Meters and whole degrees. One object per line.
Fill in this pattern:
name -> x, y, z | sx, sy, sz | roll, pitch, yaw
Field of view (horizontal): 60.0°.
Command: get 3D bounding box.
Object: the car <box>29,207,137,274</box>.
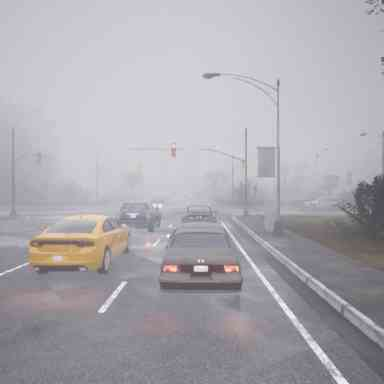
car -> -3.252, 1.462, 10.603 | 1.882, 1.535, 5.008 | 0, 0, 1

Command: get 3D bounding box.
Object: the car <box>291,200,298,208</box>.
car -> 15.679, 1.323, 44.095 | 5.008, 1.535, 1.882 | 0, 0, -2

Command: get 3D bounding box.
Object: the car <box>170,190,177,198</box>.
car -> -5.263, 0.541, 89.267 | 2.150, 2.045, 5.566 | 0, 1, 1

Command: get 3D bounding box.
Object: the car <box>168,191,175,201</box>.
car -> -5.543, 1.175, 73.720 | 1.837, 1.490, 4.892 | 0, 1, 1

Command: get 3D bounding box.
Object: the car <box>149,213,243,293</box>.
car -> 0.211, 1.537, 8.989 | 2.033, 1.411, 5.357 | 0, 0, 1

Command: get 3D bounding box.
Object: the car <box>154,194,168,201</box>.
car -> -5.945, 1.274, 58.528 | 2.128, 1.511, 4.902 | 0, 0, 1

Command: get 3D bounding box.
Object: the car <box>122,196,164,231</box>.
car -> -3.082, 1.305, 19.733 | 2.097, 1.767, 4.553 | 0, 0, 1

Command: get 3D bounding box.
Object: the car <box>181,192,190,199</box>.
car -> -1.771, 0.944, 87.208 | 1.837, 1.490, 4.892 | 0, 1, 1

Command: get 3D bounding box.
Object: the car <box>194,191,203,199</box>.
car -> 1.731, 0.677, 87.171 | 2.150, 2.045, 5.566 | 0, 1, 1

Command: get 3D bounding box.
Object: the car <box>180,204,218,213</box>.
car -> 0.398, 1.461, 18.725 | 1.837, 1.490, 4.892 | 0, 0, 1

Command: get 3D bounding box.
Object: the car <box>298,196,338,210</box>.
car -> 15.885, 1.387, 40.600 | 4.674, 1.442, 1.812 | 0, 0, -2
